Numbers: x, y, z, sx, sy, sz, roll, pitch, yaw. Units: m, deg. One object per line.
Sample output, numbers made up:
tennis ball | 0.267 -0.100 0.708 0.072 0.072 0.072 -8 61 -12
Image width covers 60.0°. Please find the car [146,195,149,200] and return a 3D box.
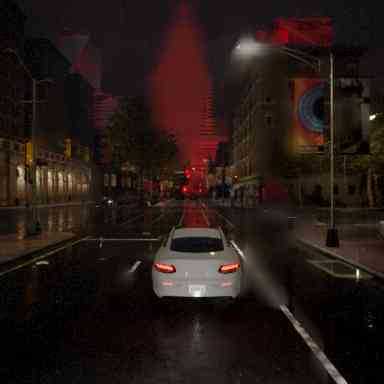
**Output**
car | -11.160 1.349 76.746 2.097 1.767 4.553 0 0 0

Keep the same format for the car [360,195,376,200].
car | 34.746 1.475 68.020 2.231 1.521 4.892 0 0 0

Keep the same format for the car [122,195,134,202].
car | -14.661 1.472 76.730 1.882 1.535 5.008 0 0 0

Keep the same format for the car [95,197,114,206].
car | -14.833 1.543 56.777 2.033 1.411 5.357 0 0 0

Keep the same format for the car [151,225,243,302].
car | 0.112 1.525 8.113 1.812 1.442 4.674 0 0 1

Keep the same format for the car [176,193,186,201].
car | -3.113 1.545 87.286 1.994 1.385 4.181 0 0 0

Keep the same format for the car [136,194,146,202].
car | -11.225 1.542 66.526 2.033 1.411 5.357 0 0 1

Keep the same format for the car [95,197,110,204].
car | -17.954 1.589 66.861 1.895 1.301 4.718 0 0 0

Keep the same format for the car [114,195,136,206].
car | -11.334 1.473 56.713 1.882 1.535 5.008 0 0 0

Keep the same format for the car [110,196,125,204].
car | -14.723 1.499 66.316 1.837 1.490 4.892 0 0 1

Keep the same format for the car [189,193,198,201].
car | 0.385 1.348 86.889 2.097 1.767 4.553 0 0 0
